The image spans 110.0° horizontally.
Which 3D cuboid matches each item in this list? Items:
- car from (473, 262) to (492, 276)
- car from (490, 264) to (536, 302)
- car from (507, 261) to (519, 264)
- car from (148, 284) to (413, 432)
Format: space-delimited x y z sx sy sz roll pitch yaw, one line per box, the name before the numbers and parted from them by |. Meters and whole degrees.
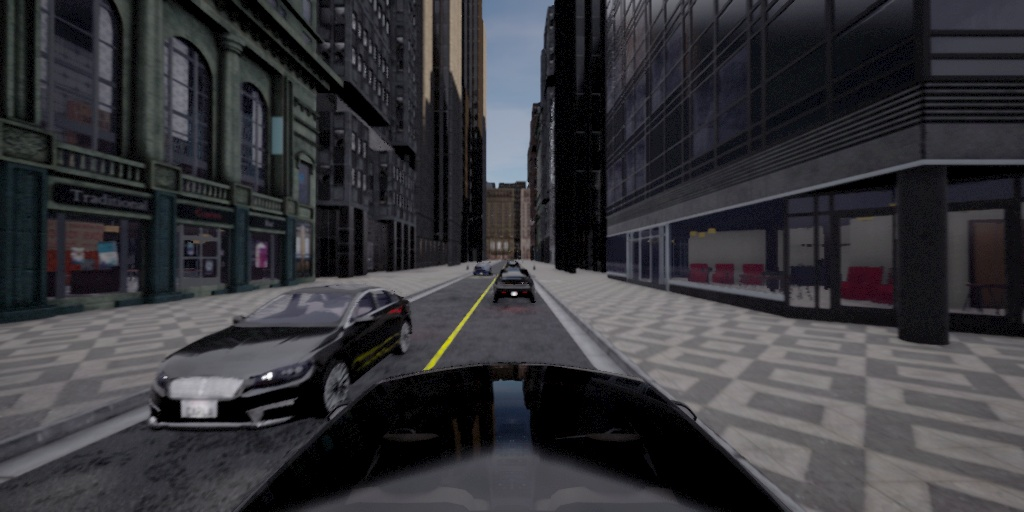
car | -3.109 1.399 38.937 2.033 1.411 5.357 0 0 0
car | 0.093 1.323 17.449 1.837 1.490 4.892 0 0 0
car | 0.084 1.360 42.736 1.837 1.490 4.892 0 0 0
car | -3.089 1.263 6.001 2.128 1.511 4.902 0 0 0
